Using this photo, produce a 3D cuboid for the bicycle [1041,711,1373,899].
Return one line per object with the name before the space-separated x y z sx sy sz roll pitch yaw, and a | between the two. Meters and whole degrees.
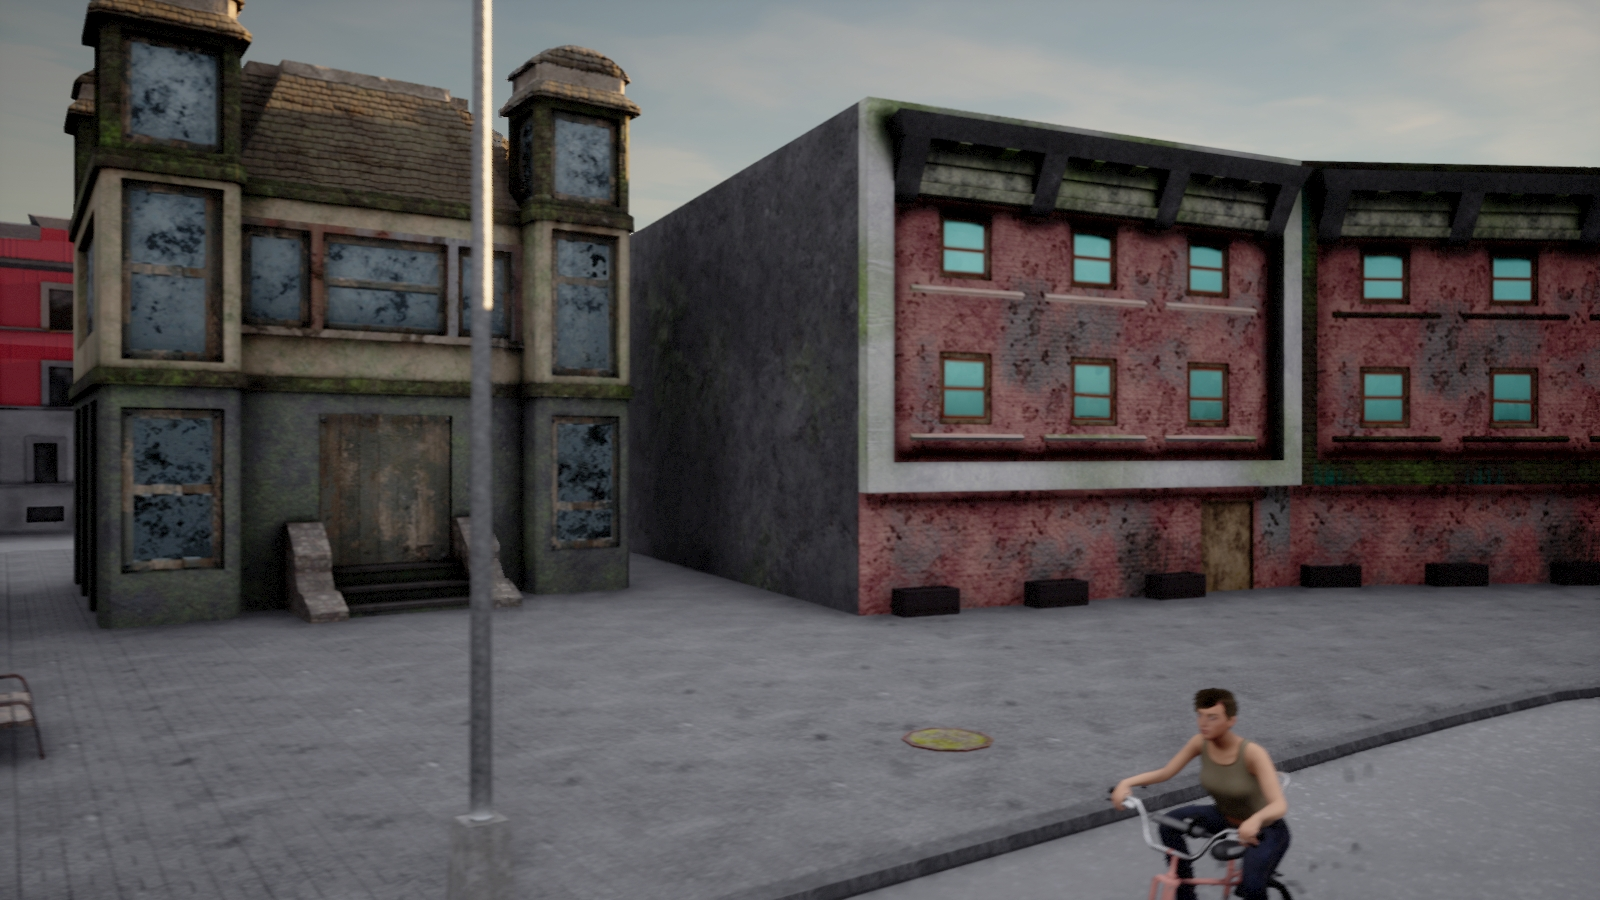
bicycle | 2.057 2.037 5.744 1.487 1.080 0.859 -1 1 -35
